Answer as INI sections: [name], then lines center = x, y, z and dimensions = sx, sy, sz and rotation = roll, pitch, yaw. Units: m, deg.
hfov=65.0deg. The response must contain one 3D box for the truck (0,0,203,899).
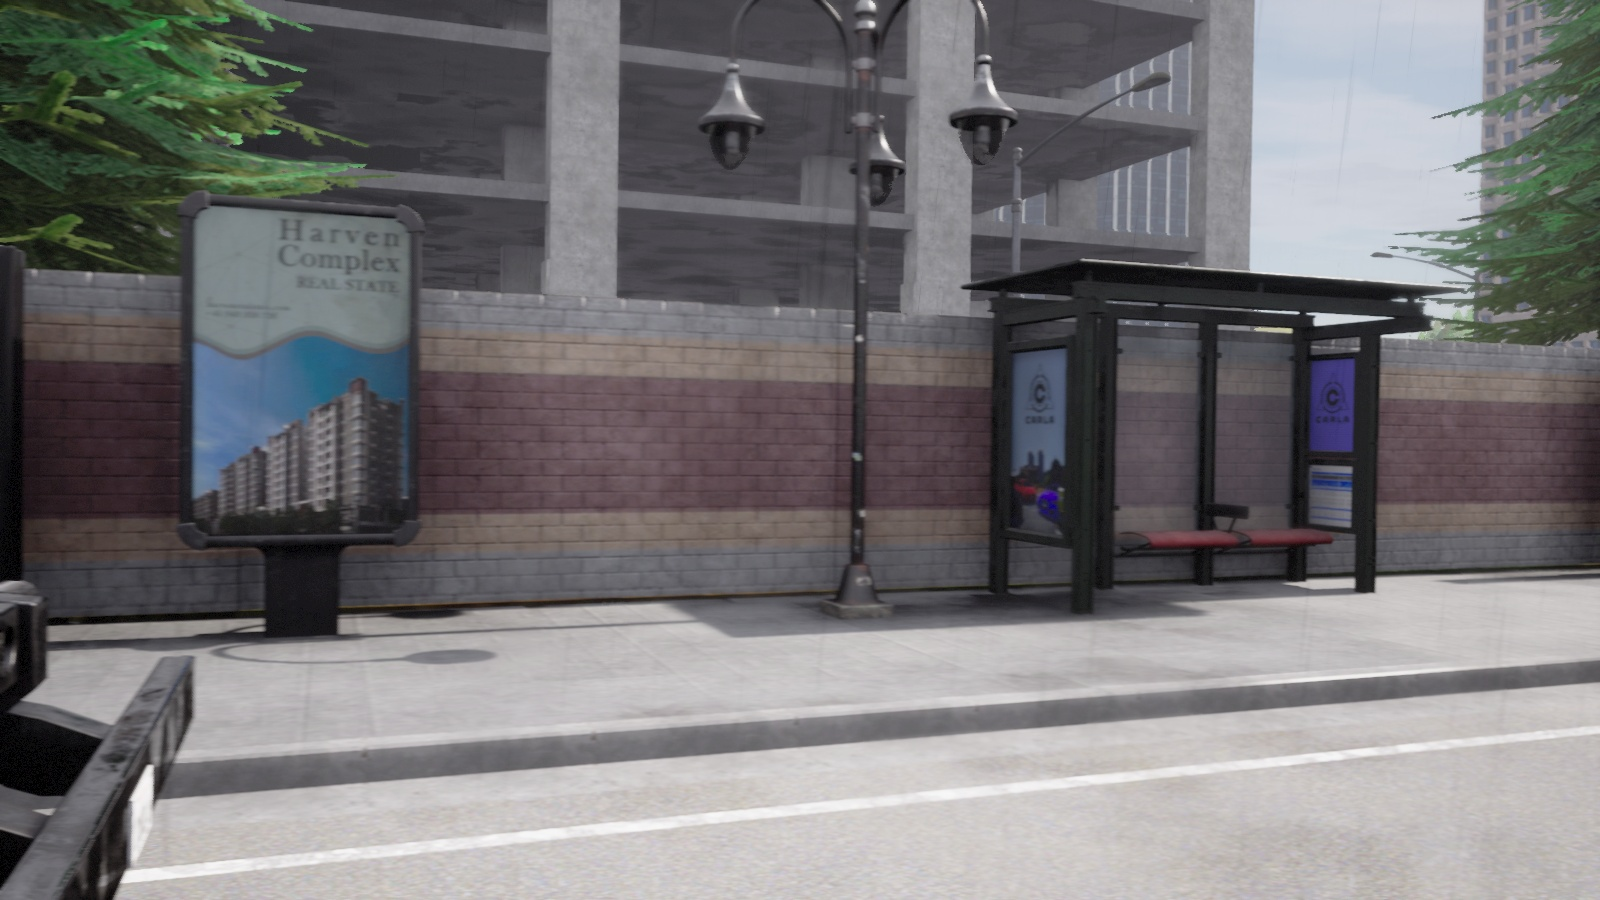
[truck]
center = -5.138, -0.162, 1.276
dimensions = 7.936, 3.462, 2.891
rotation = -1, 1, -21
